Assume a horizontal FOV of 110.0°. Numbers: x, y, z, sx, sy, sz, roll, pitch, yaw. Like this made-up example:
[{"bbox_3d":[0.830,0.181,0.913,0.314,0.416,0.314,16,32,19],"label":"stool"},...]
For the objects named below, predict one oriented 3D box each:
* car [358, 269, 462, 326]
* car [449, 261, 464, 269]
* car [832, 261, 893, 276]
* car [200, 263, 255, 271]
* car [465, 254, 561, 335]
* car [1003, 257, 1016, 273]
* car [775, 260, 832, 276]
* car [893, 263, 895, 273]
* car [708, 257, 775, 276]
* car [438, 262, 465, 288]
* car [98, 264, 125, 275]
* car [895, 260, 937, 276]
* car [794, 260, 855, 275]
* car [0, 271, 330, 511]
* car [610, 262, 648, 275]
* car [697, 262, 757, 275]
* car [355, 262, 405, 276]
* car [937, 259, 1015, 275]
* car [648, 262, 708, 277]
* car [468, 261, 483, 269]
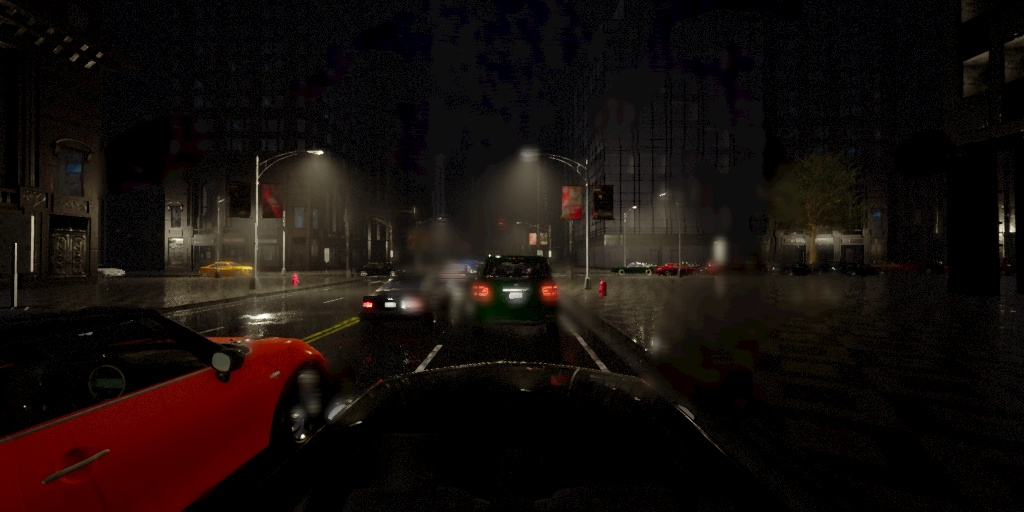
[{"bbox_3d":[-3.121,1.307,11.725,2.033,1.411,5.357,0,0,0],"label":"car"},{"bbox_3d":[-9.718,1.571,63.188,1.812,1.442,4.674,0,0,1],"label":"car"},{"bbox_3d":[32.280,1.259,33.578,4.313,1.339,1.948,0,0,-1],"label":"car"},{"bbox_3d":[-27.925,1.429,35.447,5.008,1.535,1.882,0,-1,0],"label":"car"},{"bbox_3d":[0.114,0.979,10.641,2.150,2.045,5.566,0,0,0],"label":"car"},{"bbox_3d":[49.195,0.972,33.814,5.009,1.841,2.192,0,0,-1],"label":"car"},{"bbox_3d":[26.642,1.275,33.499,4.313,1.339,1.948,0,0,-1],"label":"car"},{"bbox_3d":[43.273,1.295,42.256,4.829,1.417,1.751,0,0,-1],"label":"car"},{"bbox_3d":[21.005,1.041,33.421,5.009,1.841,2.192,0,0,-1],"label":"car"},{"bbox_3d":[-3.123,1.280,21.462,2.128,1.511,4.902,0,0,0],"label":"car"},{"bbox_3d":[-41.229,1.538,35.481,4.674,1.442,1.812,0,-1,0],"label":"car"},{"bbox_3d":[42.567,1.179,36.352,5.008,1.535,1.882,0,-1,0],"label":"car"},{"bbox_3d":[34.211,1.248,39.367,4.902,1.511,2.128,0,-1,-1],"label":"car"},{"bbox_3d":[-3.146,1.102,2.313,2.097,1.767,4.553,0,0,0],"label":"car"},{"bbox_3d":[13.210,1.422,39.088,4.718,1.301,1.895,0,-1,0],"label":"car"},{"bbox_3d":[23.460,1.335,39.235,5.357,1.411,2.033,0,-1,-1],"label":"car"},{"bbox_3d":[-12.892,1.377,35.442,4.892,1.490,1.837,-1,0,0],"label":"car"},{"bbox_3d":[43.556,1.213,33.735,4.507,1.381,1.888,0,0,-1],"label":"car"},{"bbox_3d":[15.366,1.327,33.342,4.207,1.307,1.802,0,0,-1],"label":"car"},{"bbox_3d":[-6.458,1.599,64.043,2.033,1.411,5.357,0,0,1],"label":"car"}]
